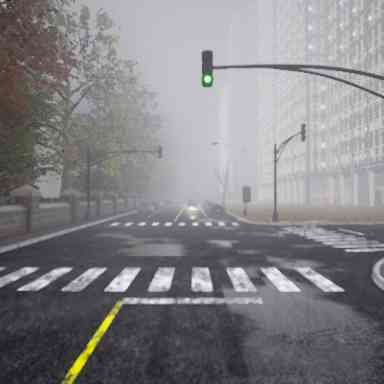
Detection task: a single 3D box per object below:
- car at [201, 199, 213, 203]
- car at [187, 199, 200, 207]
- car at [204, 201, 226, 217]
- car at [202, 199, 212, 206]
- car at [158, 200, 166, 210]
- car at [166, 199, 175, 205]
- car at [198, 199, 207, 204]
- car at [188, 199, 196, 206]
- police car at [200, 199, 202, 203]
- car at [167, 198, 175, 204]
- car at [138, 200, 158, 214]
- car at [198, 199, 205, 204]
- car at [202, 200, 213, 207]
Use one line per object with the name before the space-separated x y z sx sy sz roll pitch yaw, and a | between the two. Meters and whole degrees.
car | 2.686 2.039 47.306 1.947 1.339 4.313 0 -1 0
car | 0.037 2.159 65.560 2.128 1.511 4.902 0 -1 0
car | 2.687 1.923 36.041 1.947 1.339 4.313 0 -1 0
car | 3.141 2.255 71.351 1.812 1.442 4.674 0 -1 0
car | -5.695 1.971 52.938 1.967 1.590 4.097 0 -1 0
car | -5.699 2.382 81.096 1.887 1.381 4.507 0 -1 0
car | 2.681 2.451 86.729 2.008 1.369 4.403 0 -1 0
car | -0.010 2.265 74.577 1.837 1.490 4.892 0 -1 0
police car | 3.127 2.080 64.462 1.930 1.638 5.238 0 -1 0
car | -5.700 2.507 92.360 1.887 1.381 4.507 0 -1 0
car | -5.694 1.996 41.672 1.802 1.307 4.206 0 -1 0
car | 2.680 2.545 92.361 1.802 1.307 4.206 0 -1 0
car | 2.686 1.981 41.673 1.947 1.339 4.313 0 -1 0
